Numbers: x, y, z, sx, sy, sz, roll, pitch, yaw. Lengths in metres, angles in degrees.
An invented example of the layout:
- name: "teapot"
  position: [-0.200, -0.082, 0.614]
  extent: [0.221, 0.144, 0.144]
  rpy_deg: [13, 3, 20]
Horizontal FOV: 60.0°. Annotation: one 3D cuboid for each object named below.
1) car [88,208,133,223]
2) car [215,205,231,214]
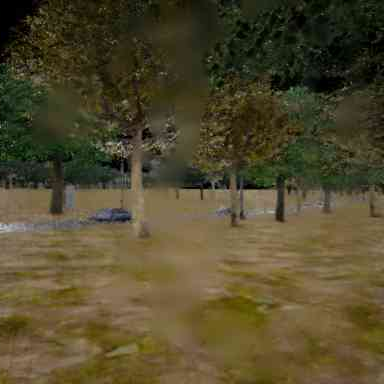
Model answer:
- name: "car"
  position: [-7.292, 2.204, 31.609]
  extent: [2.033, 1.411, 5.357]
  rpy_deg: [-1, -3, 33]
- name: "car"
  position: [5.859, 3.077, 58.474]
  extent: [2.128, 1.511, 4.902]
  rpy_deg: [-1, -2, 33]
